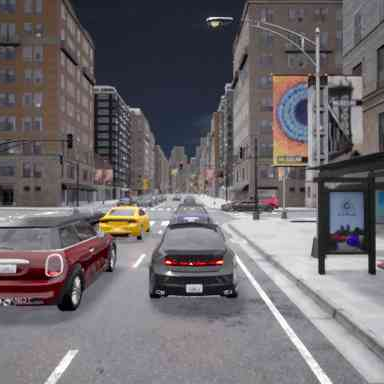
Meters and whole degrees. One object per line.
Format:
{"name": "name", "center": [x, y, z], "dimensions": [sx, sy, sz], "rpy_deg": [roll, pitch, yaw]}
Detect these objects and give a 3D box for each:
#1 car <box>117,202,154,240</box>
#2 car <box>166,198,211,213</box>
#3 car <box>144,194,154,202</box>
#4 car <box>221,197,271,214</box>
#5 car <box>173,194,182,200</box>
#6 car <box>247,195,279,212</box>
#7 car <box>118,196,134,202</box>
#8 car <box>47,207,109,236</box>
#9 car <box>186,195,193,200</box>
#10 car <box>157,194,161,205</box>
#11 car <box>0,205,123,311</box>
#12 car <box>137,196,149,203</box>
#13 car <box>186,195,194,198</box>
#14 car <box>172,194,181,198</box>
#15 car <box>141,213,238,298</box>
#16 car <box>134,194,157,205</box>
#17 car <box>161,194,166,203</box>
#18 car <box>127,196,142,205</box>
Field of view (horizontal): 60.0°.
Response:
{"name": "car", "center": [-3.297, 1.483, 17.032], "dimensions": [1.882, 1.535, 5.008], "rpy_deg": [0, 0, -1]}
{"name": "car", "center": [-0.051, 1.357, 17.413], "dimensions": [2.097, 1.767, 4.553], "rpy_deg": [0, 0, 0]}
{"name": "car", "center": [-10.375, 1.366, 80.514], "dimensions": [2.097, 1.767, 4.553], "rpy_deg": [0, 0, 0]}
{"name": "car", "center": [5.480, 1.564, 35.452], "dimensions": [4.892, 1.490, 1.837], "rpy_deg": [0, -1, -6]}
{"name": "car", "center": [-3.962, 1.357, 91.949], "dimensions": [2.128, 1.511, 4.902], "rpy_deg": [0, 0, 0]}
{"name": "car", "center": [7.287, 1.331, 38.981], "dimensions": [5.566, 2.045, 2.150], "rpy_deg": [0, -1, -1]}
{"name": "car", "center": [-10.249, 1.579, 51.331], "dimensions": [1.994, 1.385, 4.181], "rpy_deg": [0, 0, 0]}
{"name": "car", "center": [-6.512, 1.611, 19.566], "dimensions": [1.895, 1.301, 4.718], "rpy_deg": [0, 0, 2]}
{"name": "car", "center": [-0.717, 1.524, 92.742], "dimensions": [2.128, 1.511, 4.902], "rpy_deg": [0, 0, 0]}
{"name": "car", "center": [-7.045, 1.540, 58.884], "dimensions": [1.812, 1.442, 4.674], "rpy_deg": [0, 0, 0]}
{"name": "car", "center": [-3.228, 1.354, 7.904], "dimensions": [2.097, 1.767, 4.553], "rpy_deg": [0, 0, -1]}
{"name": "car", "center": [-10.297, 1.609, 70.200], "dimensions": [1.895, 1.301, 4.718], "rpy_deg": [0, 0, 0]}
{"name": "car", "center": [-0.371, 1.507, 58.768], "dimensions": [2.128, 1.511, 4.902], "rpy_deg": [0, 0, 0]}
{"name": "car", "center": [-3.886, 1.597, 81.977], "dimensions": [1.895, 1.301, 4.718], "rpy_deg": [0, 0, 0]}
{"name": "car", "center": [0.015, 1.507, 8.477], "dimensions": [1.837, 1.490, 4.892], "rpy_deg": [0, 0, -1]}
{"name": "car", "center": [-6.991, 1.367, 50.308], "dimensions": [2.097, 1.767, 4.553], "rpy_deg": [0, 0, 0]}
{"name": "car", "center": [-7.037, 1.578, 68.892], "dimensions": [1.994, 1.385, 4.181], "rpy_deg": [0, 0, 0]}
{"name": "car", "center": [-10.290, 1.519, 60.152], "dimensions": [1.837, 1.490, 4.892], "rpy_deg": [0, 0, 0]}
